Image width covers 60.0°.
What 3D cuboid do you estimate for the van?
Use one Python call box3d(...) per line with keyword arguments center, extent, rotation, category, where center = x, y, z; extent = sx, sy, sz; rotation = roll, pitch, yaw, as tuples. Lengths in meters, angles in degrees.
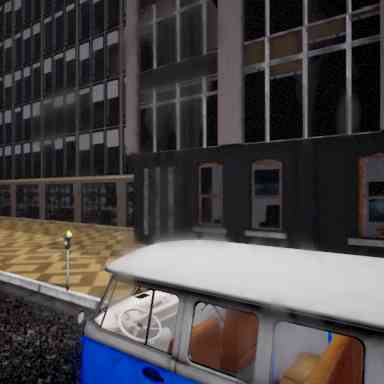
box3d(center=(0.924, 1.341, 2.215), extent=(3.998, 1.788, 1.690), rotation=(0, 0, 35), category="van")
